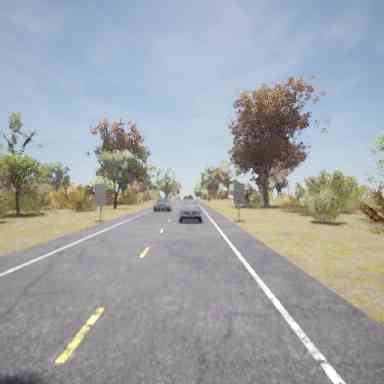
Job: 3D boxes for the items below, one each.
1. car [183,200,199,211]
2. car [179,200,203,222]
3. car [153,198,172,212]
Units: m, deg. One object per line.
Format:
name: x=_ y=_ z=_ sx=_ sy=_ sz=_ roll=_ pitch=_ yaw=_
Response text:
car: x=-0.108 y=1.775 z=45.251 sx=1.994 sy=1.385 sz=4.181 roll=0 pitch=0 yaw=0
car: x=-0.098 y=1.659 z=27.549 sx=2.033 sy=1.411 sz=5.357 roll=0 pitch=0 yaw=0
car: x=-3.670 y=1.550 z=42.087 sx=2.097 sy=1.767 sz=4.553 roll=0 pitch=0 yaw=0
